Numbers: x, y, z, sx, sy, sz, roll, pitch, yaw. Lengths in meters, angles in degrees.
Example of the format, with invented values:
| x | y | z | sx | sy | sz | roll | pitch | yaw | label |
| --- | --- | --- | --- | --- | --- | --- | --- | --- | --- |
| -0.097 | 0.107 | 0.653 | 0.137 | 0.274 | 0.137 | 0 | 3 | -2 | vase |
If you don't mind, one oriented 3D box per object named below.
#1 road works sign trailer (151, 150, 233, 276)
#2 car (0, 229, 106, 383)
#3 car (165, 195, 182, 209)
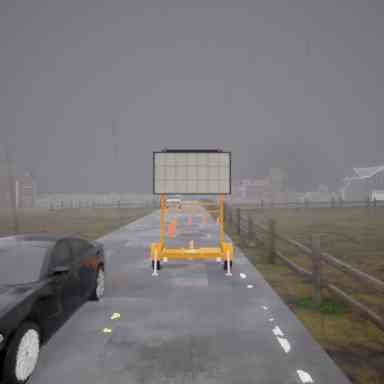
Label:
| x | y | z | sx | sy | sz | roll | pitch | yaw | label |
| --- | --- | --- | --- | --- | --- | --- | --- | --- | --- |
| 0.003 | 0.481 | 10.425 | 2.380 | 3.560 | 2.880 | 0 | 0 | 0 | road works sign trailer |
| -2.851 | 1.484 | 5.525 | 1.882 | 1.535 | 5.008 | 0 | 0 | 0 | car |
| -2.735 | 1.454 | 49.197 | 2.150 | 2.045 | 5.566 | 0 | -1 | 0 | car |
